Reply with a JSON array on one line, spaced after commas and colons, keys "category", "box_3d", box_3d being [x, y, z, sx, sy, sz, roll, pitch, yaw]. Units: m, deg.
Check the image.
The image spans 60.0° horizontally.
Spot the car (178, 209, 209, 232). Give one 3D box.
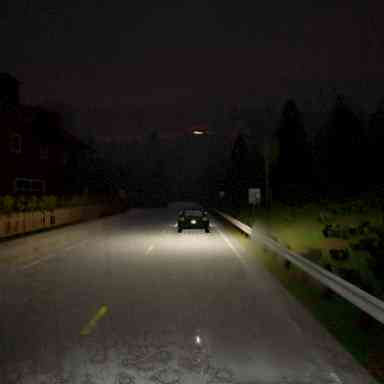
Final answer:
[{"category": "car", "box_3d": [0.096, 1.796, 21.928, 1.994, 1.385, 4.181, 0, -1, 0]}]
